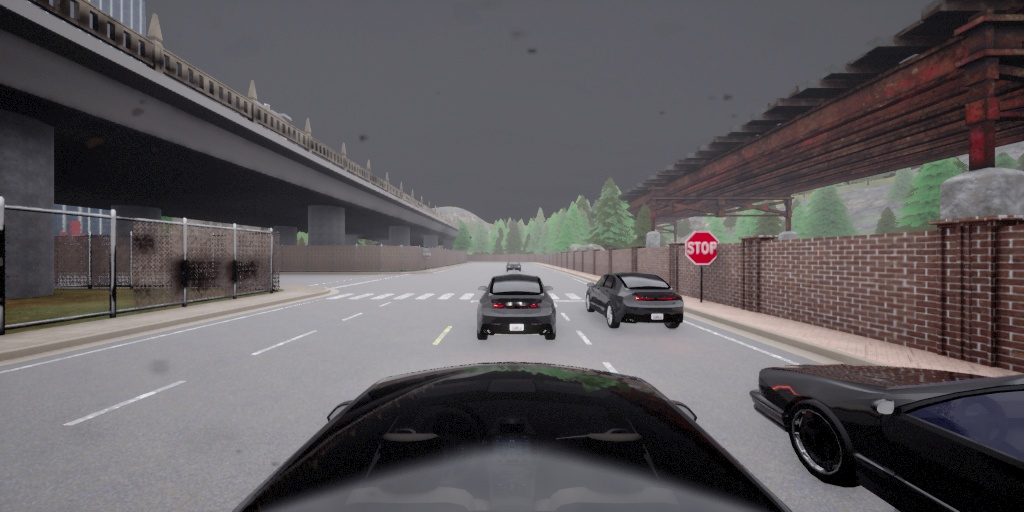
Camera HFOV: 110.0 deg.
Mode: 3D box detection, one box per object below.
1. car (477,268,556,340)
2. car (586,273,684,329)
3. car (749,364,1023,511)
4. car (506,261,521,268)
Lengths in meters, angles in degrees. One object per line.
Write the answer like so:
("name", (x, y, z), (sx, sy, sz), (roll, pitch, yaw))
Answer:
("car", (0.105, 1.255, 9.948), (1.837, 1.490, 4.892), (0, 0, 0))
("car", (3.607, 1.255, 11.305), (1.837, 1.490, 4.892), (0, 0, 0))
("car", (3.600, 1.297, 1.558), (2.033, 1.411, 5.357), (0, 0, 0))
("car", (0.217, 1.351, 46.238), (1.895, 1.301, 4.718), (0, 0, -1))
